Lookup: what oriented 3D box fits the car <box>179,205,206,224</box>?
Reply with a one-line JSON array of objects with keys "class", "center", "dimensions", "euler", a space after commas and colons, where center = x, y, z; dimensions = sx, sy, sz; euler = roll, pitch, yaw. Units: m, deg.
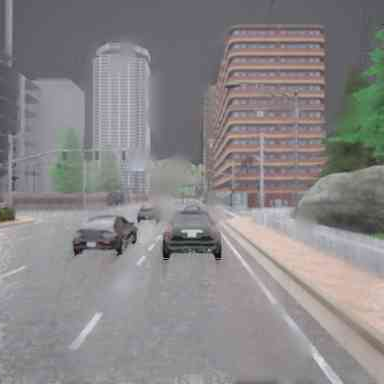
[{"class": "car", "center": [0.123, 1.872, 28.431], "dimensions": [1.994, 1.385, 4.181], "euler": [0, -1, 4]}]

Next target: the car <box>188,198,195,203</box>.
[{"class": "car", "center": [-0.069, 2.508, 91.871], "dimensions": [1.812, 1.442, 4.674], "euler": [0, -1, 0]}]

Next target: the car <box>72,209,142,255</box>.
[{"class": "car", "center": [-3.484, 1.676, 13.881], "dimensions": [1.812, 1.442, 4.674], "euler": [0, 0, 0]}]

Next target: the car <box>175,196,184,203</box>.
[{"class": "car", "center": [-3.569, 2.209, 91.903], "dimensions": [2.150, 2.045, 5.566], "euler": [0, -1, 0]}]

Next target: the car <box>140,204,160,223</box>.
[{"class": "car", "center": [-3.502, 1.801, 28.486], "dimensions": [2.128, 1.511, 4.902], "euler": [0, 0, 0]}]

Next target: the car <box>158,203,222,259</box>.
[{"class": "car", "center": [0.012, 1.497, 13.411], "dimensions": [2.097, 1.767, 4.553], "euler": [0, -1, 0]}]
